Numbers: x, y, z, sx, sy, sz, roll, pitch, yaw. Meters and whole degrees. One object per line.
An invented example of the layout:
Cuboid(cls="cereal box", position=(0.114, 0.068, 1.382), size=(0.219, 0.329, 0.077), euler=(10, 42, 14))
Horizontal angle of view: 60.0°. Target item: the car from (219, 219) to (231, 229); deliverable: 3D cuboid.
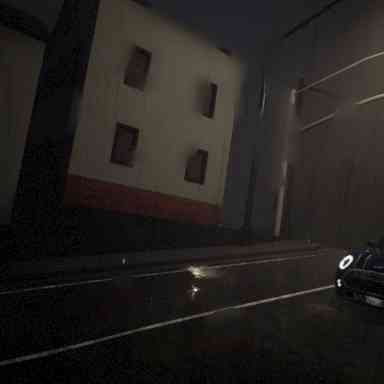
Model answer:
Cuboid(cls="car", position=(2.376, 3.566, 37.293), size=(1.837, 1.490, 4.892), euler=(13, -7, -35))

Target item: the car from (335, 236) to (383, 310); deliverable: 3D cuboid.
Cuboid(cls="car", position=(5.369, 1.599, 7.713), size=(4.553, 1.767, 2.097), euler=(2, -1, -35))

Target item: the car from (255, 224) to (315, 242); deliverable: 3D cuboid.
Cuboid(cls="car", position=(8.042, 3.578, 29.277), size=(2.033, 1.411, 5.357), euler=(12, -7, -35))
